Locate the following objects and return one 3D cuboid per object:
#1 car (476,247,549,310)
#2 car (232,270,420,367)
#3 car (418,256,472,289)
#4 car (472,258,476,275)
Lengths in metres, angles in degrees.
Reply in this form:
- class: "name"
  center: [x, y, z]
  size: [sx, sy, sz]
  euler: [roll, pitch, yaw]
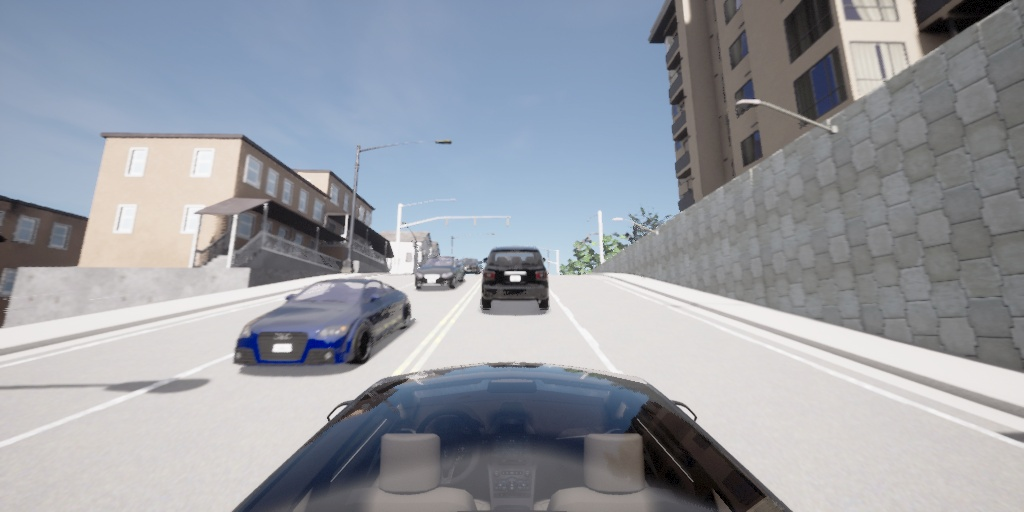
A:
- class: "car"
  center: [0.099, 0.667, 13.206]
  size: [2.150, 2.045, 5.566]
  euler: [0, 2, 0]
- class: "car"
  center: [-3.585, 1.193, 7.613]
  size: [1.994, 1.385, 4.181]
  euler: [0, 2, 1]
- class: "car"
  center: [-3.559, 0.766, 18.390]
  size: [2.128, 1.511, 4.902]
  euler: [0, 2, 0]
- class: "car"
  center: [-3.553, 0.892, 29.590]
  size: [1.837, 1.490, 4.892]
  euler: [0, -4, 0]
